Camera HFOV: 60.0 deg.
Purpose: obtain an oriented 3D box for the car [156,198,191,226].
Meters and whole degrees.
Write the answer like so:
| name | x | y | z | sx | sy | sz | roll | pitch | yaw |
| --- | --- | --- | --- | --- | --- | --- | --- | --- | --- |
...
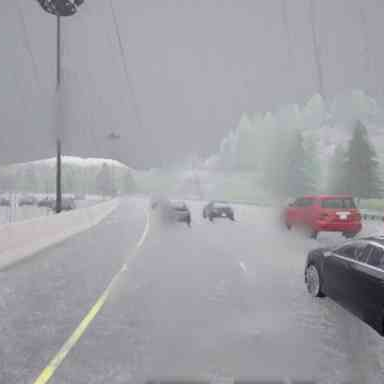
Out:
| name | x | y | z | sx | sy | sz | roll | pitch | yaw |
| --- | --- | --- | --- | --- | --- | --- | --- | --- | --- |
| car | -1.158 | 1.410 | 22.440 | 2.128 | 1.511 | 4.902 | 0 | 0 | -6 |

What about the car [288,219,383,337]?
| name | x | y | z | sx | sy | sz | roll | pitch | yaw |
| --- | --- | --- | --- | --- | --- | --- | --- | --- | --- |
| car | 3.475 | 1.470 | 5.531 | 2.128 | 1.511 | 4.902 | 0 | 0 | -1 |

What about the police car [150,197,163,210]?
| name | x | y | z | sx | sy | sz | roll | pitch | yaw |
| --- | --- | --- | --- | --- | --- | --- | --- | --- | --- |
| police car | -4.065 | 1.356 | 41.168 | 2.038 | 1.542 | 4.974 | 0 | 0 | -11 |

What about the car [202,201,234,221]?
| name | x | y | z | sx | sy | sz | roll | pitch | yaw |
| --- | --- | --- | --- | --- | --- | --- | --- | --- | --- |
| car | 1.981 | 1.432 | 25.776 | 1.812 | 1.442 | 4.674 | 0 | 0 | -7 |

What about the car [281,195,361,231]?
| name | x | y | z | sx | sy | sz | roll | pitch | yaw |
| --- | --- | --- | --- | --- | --- | --- | --- | --- | --- |
| car | 6.395 | 1.158 | 17.122 | 2.150 | 2.045 | 5.566 | 0 | 0 | -4 |
